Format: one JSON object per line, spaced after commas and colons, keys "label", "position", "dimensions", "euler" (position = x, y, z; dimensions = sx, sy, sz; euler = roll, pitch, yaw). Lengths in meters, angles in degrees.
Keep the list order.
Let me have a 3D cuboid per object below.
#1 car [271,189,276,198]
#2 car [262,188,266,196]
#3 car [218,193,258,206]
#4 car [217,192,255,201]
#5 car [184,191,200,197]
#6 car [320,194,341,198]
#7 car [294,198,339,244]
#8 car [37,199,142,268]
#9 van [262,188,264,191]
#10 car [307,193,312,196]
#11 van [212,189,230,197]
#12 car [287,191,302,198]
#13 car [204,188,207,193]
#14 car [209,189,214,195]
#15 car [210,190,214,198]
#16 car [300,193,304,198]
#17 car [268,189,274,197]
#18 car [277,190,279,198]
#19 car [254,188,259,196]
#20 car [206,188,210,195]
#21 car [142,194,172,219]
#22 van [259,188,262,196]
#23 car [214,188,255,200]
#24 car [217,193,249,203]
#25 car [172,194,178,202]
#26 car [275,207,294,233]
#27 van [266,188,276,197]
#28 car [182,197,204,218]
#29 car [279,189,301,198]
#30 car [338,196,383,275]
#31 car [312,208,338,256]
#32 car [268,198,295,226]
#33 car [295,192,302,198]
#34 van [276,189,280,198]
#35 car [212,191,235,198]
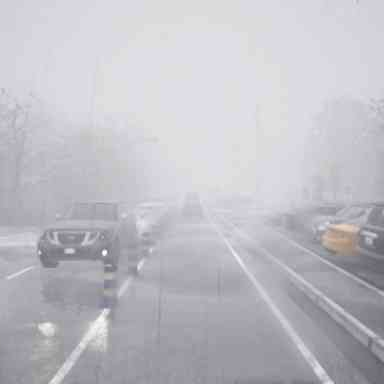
{"label": "car", "position": [19.995, 0.690, 70.751], "dimensions": [4.792, 1.488, 2.163], "euler": [0, 1, 0]}
{"label": "car", "position": [20.029, 0.492, 78.926], "dimensions": [5.008, 1.535, 2.097], "euler": [0, 1, 0]}
{"label": "car", "position": [6.702, 1.286, 48.568], "dimensions": [4.792, 1.488, 2.163], "euler": [0, 2, 0]}
{"label": "car", "position": [6.756, 1.182, 51.342], "dimensions": [5.008, 1.535, 2.097], "euler": [0, 2, 0]}
{"label": "car", "position": [0.030, 0.860, 49.733], "dimensions": [2.150, 2.045, 5.566], "euler": [0, 1, 0]}
{"label": "car", "position": [19.787, 1.321, 45.829], "dimensions": [5.008, 1.535, 2.097], "euler": [0, 2, 0]}
{"label": "car", "position": [6.774, 1.253, 13.175], "dimensions": [4.553, 1.767, 2.185], "euler": [0, 1, 0]}
{"label": "car", "position": [-3.367, 1.280, 11.891], "dimensions": [2.150, 2.045, 5.566], "euler": [0, 0, 0]}
{"label": "van", "position": [20.159, 0.216, 81.690], "dimensions": [4.442, 1.987, 1.878], "euler": [0, 1, 0]}
{"label": "car", "position": [19.843, 1.121, 48.596], "dimensions": [4.553, 1.767, 2.185], "euler": [0, 2, 0]}
{"label": "van", "position": [7.081, 0.221, 81.855], "dimensions": [4.442, 1.987, 1.878], "euler": [0, 1, 0]}
{"label": "car", "position": [19.683, 1.024, 56.783], "dimensions": [5.366, 1.575, 1.946], "euler": [0, 2, 0]}
{"label": "car", "position": [6.856, 0.242, 92.964], "dimensions": [5.366, 1.575, 1.946], "euler": [0, 1, 0]}
{"label": "car", "position": [6.683, 0.731, 68.115], "dimensions": [5.366, 1.575, 1.946], "euler": [0, 2, 0]}
{"label": "car", "position": [6.643, 0.881, 62.443], "dimensions": [5.366, 1.575, 1.946], "euler": [0, 2, 0]}
{"label": "car", "position": [19.801, 1.206, 51.245], "dimensions": [4.792, 1.488, 2.163], "euler": [0, 2, 0]}
{"label": "car", "position": [20.014, 0.631, 73.390], "dimensions": [4.792, 1.488, 2.163], "euler": [0, 1, 0]}
{"label": "car", "position": [19.899, 0.834, 65.089], "dimensions": [4.792, 1.488, 2.163], "euler": [0, 2, 0]}
{"label": "car", "position": [20.053, 0.090, 87.230], "dimensions": [5.566, 2.045, 2.435], "euler": [0, 1, 0]}
{"label": "car", "position": [6.993, 0.325, 90.187], "dimensions": [4.792, 1.488, 2.163], "euler": [0, 1, 0]}
{"label": "car", "position": [-3.392, 1.267, 30.889], "dimensions": [2.150, 2.045, 5.566], "euler": [0, 2, 1]}
{"label": "van", "position": [19.945, 0.166, 84.462], "dimensions": [4.442, 1.987, 1.878], "euler": [0, 1, 0]}
{"label": "car", "position": [6.798, 0.856, 54.110], "dimensions": [5.566, 2.045, 2.435], "euler": [0, 2, 0]}
{"label": "car", "position": [6.975, 1.030, 56.891], "dimensions": [5.366, 1.575, 1.946], "euler": [0, 2, 0]}
{"label": "car", "position": [-3.338, 1.005, 57.984], "dimensions": [2.033, 1.411, 5.357], "euler": [0, 1, 0]}
{"label": "car", "position": [6.794, 1.354, 15.963], "dimensions": [4.792, 1.488, 2.163], "euler": [0, 1, 0]}
{"label": "van", "position": [19.896, 0.320, 76.137], "dimensions": [4.442, 1.987, 1.878], "euler": [0, 1, 0]}
{"label": "car", "position": [0.055, 1.546, 30.647], "dimensions": [2.128, 1.511, 4.902], "euler": [0, 1, 0]}
{"label": "car", "position": [19.936, 0.628, 62.312], "dimensions": [5.566, 2.045, 2.435], "euler": [0, 2, 0]}
{"label": "car", "position": [6.728, 1.210, 7.602], "dimensions": [5.566, 2.045, 2.435], "euler": [0, 1, 0]}
{"label": "car", "position": [6.716, 1.425, 10.399], "dimensions": [5.008, 1.535, 2.097], "euler": [0, 1, 0]}
{"label": "car", "position": [6.757, 1.300, 18.747], "dimensions": [4.792, 1.488, 2.163], "euler": [0, 1, 0]}
{"label": "car", "position": [19.847, 1.142, 54.014], "dimensions": [4.674, 1.452, 2.002], "euler": [0, 2, 0]}
{"label": "van", "position": [20.064, 0.503, 67.974], "dimensions": [4.442, 1.987, 1.878], "euler": [0, 1, 0]}
{"label": "car", "position": [6.900, 0.607, 73.532], "dimensions": [4.892, 1.521, 2.231], "euler": [0, 1, 0]}
